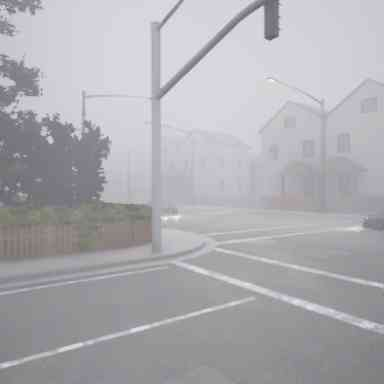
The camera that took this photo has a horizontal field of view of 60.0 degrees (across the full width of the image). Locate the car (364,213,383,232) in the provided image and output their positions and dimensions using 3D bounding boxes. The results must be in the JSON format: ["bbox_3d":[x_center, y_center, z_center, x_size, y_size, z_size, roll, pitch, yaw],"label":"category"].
[{"bbox_3d":[11.484,1.441,17.648,4.181,1.385,1.994,0,1,40],"label":"car"}]

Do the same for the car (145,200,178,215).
[{"bbox_3d":[-3.093,1.467,31.659,1.994,1.385,4.181,0,0,-35],"label":"car"}]
